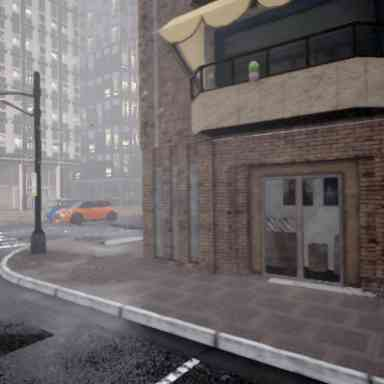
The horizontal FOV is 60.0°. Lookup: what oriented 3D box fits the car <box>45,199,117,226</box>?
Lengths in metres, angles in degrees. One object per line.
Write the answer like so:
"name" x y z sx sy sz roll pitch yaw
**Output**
"car" -7.655 1.377 23.903 2.097 1.767 4.553 -1 -1 36
